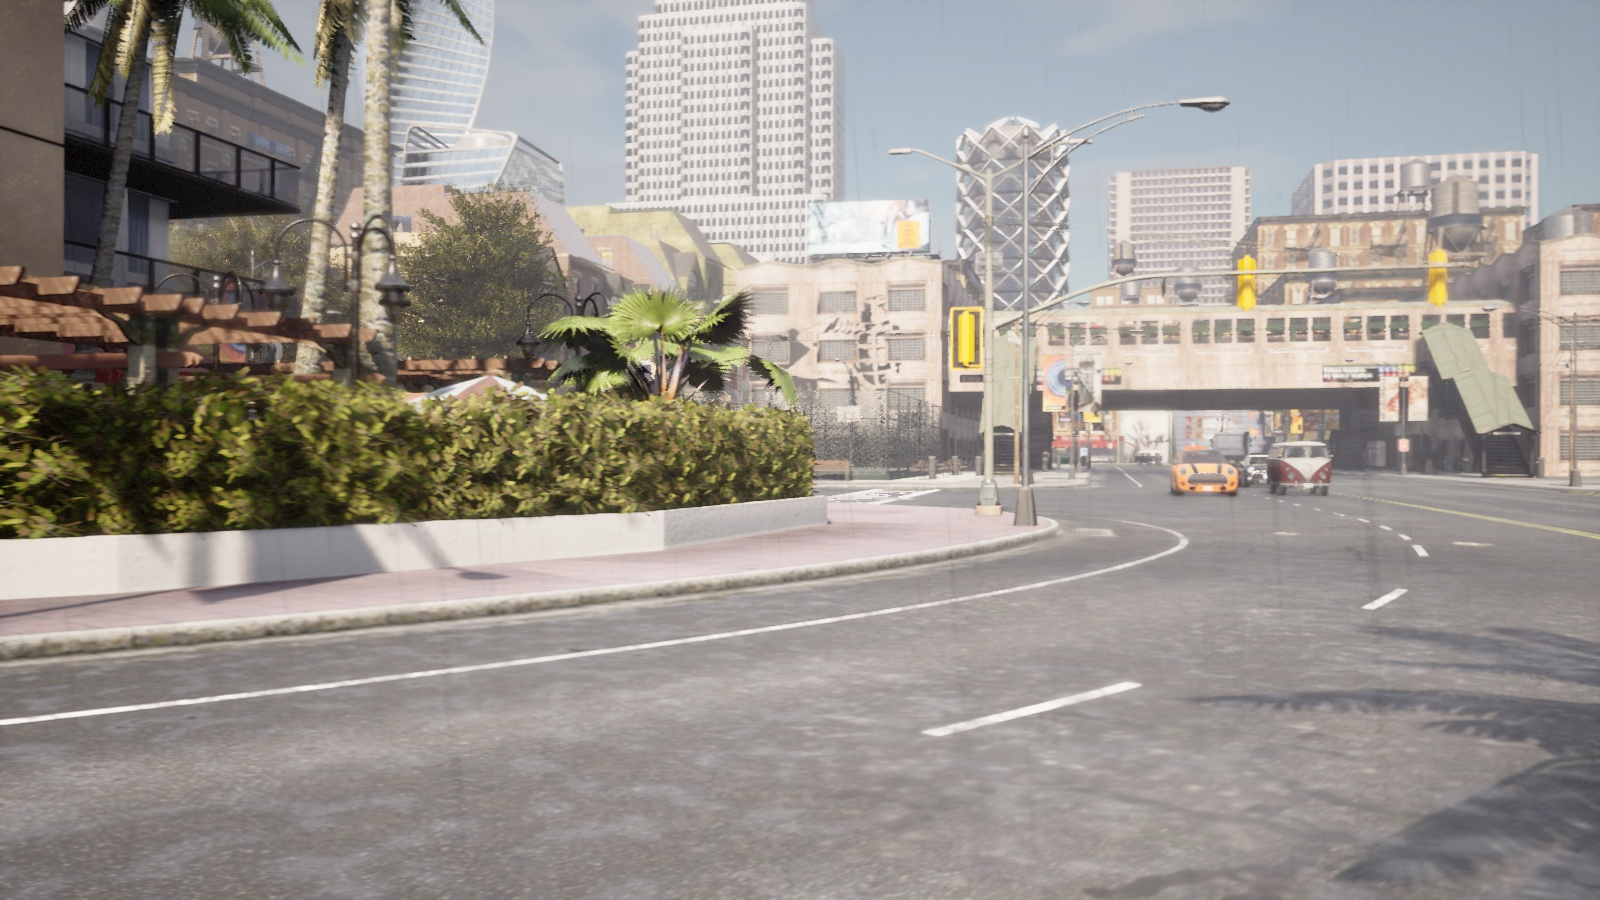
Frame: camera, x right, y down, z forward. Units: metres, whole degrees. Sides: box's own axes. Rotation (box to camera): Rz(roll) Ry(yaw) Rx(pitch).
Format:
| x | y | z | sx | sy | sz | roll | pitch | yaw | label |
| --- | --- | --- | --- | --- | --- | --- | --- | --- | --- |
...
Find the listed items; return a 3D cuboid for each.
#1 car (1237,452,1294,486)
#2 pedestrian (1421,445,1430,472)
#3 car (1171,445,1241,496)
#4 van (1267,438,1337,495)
| x | y | z | sx | sy | sz | roll | pitch | yaw | label |
| --- | --- | --- | --- | --- | --- | --- | --- | --- | --- |
| 20.954 | 0.834 | 56.702 | 1.970 | 1.475 | 3.806 | 0 | 0 | 14 | car |
| 43.005 | 0.560 | 86.346 | 0.540 | 1.848 | 0.694 | 0 | 0 | 23 | pedestrian |
| 14.712 | 0.708 | 45.702 | 2.097 | 1.767 | 4.553 | 0 | 0 | 14 | car |
| 18.494 | 0.595 | 46.463 | 1.775 | 1.987 | 4.442 | 0 | 0 | 14 | van |
